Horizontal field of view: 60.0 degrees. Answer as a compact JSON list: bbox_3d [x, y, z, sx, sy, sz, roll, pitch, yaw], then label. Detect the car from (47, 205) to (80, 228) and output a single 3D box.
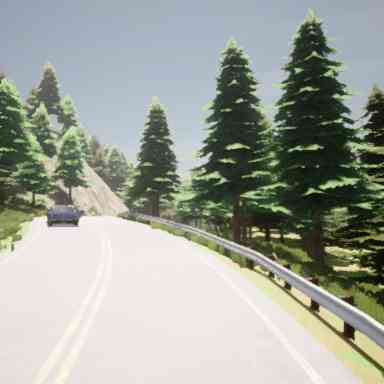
[{"bbox_3d":[-8.781,1.582,22.583,1.895,1.301,4.718,1,0,-24],"label":"car"}]
